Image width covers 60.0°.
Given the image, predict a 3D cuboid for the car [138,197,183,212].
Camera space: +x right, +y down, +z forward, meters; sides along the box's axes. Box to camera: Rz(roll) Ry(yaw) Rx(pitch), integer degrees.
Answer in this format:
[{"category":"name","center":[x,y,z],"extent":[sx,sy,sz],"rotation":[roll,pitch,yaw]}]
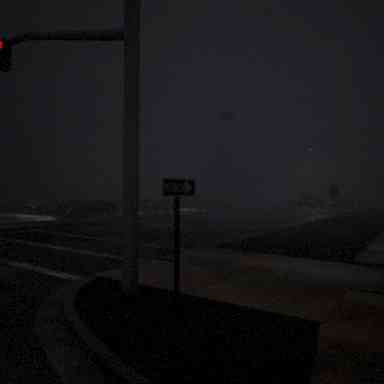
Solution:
[{"category":"car","center":[-3.586,1.432,37.815],"extent":[1.882,1.535,5.008],"rotation":[0,0,35]}]

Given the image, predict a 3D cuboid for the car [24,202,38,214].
[{"category":"car","center":[-14.745,1.413,34.158],"extent":[1.812,1.442,4.674],"rotation":[0,0,35]}]

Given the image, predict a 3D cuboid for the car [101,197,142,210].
[{"category":"car","center":[-8.886,1.411,42.442],"extent":[2.128,1.511,4.902],"rotation":[0,0,35]}]

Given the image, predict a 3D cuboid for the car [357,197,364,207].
[{"category":"car","center":[27.278,1.640,55.122],"extent":[1.837,1.490,4.892],"rotation":[0,0,35]}]

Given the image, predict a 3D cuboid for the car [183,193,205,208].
[{"category":"car","center":[-0.078,1.191,48.805],"extent":[2.150,2.045,5.566],"rotation":[0,0,36]}]

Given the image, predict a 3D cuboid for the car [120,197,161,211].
[{"category":"car","center":[-6.162,1.415,40.231],"extent":[1.882,1.535,5.008],"rotation":[0,0,36]}]

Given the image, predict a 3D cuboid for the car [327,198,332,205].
[{"category":"car","center":[22.413,1.652,54.481],"extent":[2.033,1.411,5.357],"rotation":[0,0,35]}]

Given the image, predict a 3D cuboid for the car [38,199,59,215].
[{"category":"car","center":[-11.924,1.432,32.094],"extent":[1.812,1.442,4.674],"rotation":[0,0,35]}]

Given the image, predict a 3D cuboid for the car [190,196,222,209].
[{"category":"car","center":[2.198,1.586,45.975],"extent":[1.895,1.301,4.718],"rotation":[0,0,35]}]

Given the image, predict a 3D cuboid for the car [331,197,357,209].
[{"category":"car","center":[21.508,1.630,46.965],"extent":[1.812,1.442,4.674],"rotation":[0,0,36]}]

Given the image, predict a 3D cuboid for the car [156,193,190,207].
[{"category":"car","center":[-2.848,1.172,50.957],"extent":[2.150,2.045,5.566],"rotation":[0,0,35]}]

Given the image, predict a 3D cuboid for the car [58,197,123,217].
[{"category":"car","center":[-9.035,1.417,30.118],"extent":[2.128,1.511,4.902],"rotation":[0,0,35]}]

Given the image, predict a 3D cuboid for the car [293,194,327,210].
[{"category":"car","center":[16.315,1.294,45.764],"extent":[2.150,2.045,5.566],"rotation":[0,0,38]}]

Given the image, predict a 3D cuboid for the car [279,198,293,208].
[{"category":"car","center":[14.415,1.623,49.131],"extent":[1.994,1.385,4.181],"rotation":[0,0,36]}]
